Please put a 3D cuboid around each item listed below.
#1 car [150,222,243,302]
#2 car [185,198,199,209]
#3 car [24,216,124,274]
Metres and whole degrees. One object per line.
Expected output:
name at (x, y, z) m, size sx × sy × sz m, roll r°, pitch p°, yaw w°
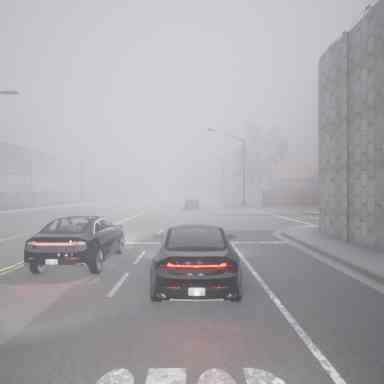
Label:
car at (0.078, 1.504, 8.265) m, size 1.837 × 1.490 × 4.892 m, roll 0°, pitch 0°, yaw 0°
car at (-0.022, 1.489, 44.230) m, size 2.128 × 1.511 × 4.902 m, roll 0°, pitch 0°, yaw 0°
car at (-3.429, 1.491, 10.533) m, size 2.128 × 1.511 × 4.902 m, roll 0°, pitch 0°, yaw 0°
